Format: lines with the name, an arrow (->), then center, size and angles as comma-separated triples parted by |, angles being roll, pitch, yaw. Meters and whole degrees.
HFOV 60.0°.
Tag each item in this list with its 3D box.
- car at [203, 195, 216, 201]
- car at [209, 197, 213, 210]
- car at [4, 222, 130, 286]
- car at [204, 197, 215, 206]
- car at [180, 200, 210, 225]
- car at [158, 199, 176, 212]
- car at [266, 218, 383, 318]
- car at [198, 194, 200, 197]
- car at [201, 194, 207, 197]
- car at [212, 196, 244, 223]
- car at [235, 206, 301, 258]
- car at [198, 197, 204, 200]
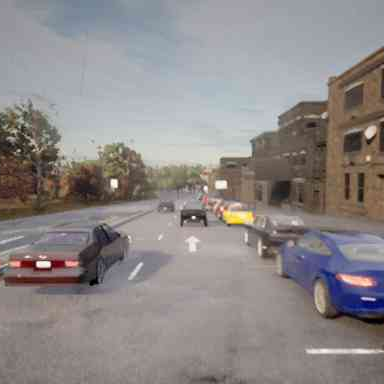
car -> 3.246, 1.682, 51.557 | 2.231, 1.521, 4.892 | 0, 0, 0
car -> 3.248, 1.614, 35.173 | 1.946, 1.575, 5.366 | 0, 0, 0
car -> -3.144, 1.585, 9.545 | 2.033, 1.411, 5.357 | 0, 0, 0
car -> 3.242, 1.722, 62.923 | 1.946, 1.575, 5.366 | 0, 0, 0
car -> 0.115, 1.574, 24.740 | 1.882, 1.535, 5.008 | 0, 0, 0
car -> -3.130, 1.665, 41.397 | 1.837, 1.490, 4.892 | 0, -1, 0
car -> 3.231, 1.549, 7.358 | 2.002, 1.452, 4.674 | 0, 0, 0
car -> 3.295, 1.796, 80.845 | 2.231, 1.521, 4.892 | 0, 0, 1
car -> 3.244, 1.451, 57.242 | 2.435, 2.045, 5.566 | 0, 0, 0
car -> 3.247, 1.469, 29.430 | 2.185, 1.767, 4.553 | 0, 0, 0
car -> 3.233, 1.532, 12.879 | 2.231, 1.521, 4.892 | 0, 0, 0
car -> 0.120, 1.710, 41.856 | 2.033, 1.411, 5.357 | 0, 0, 0
